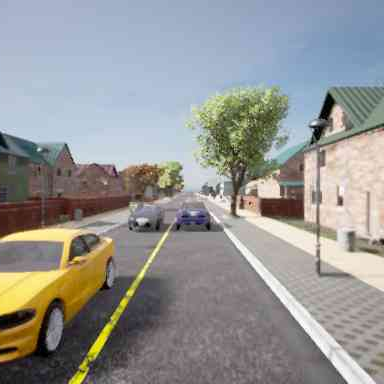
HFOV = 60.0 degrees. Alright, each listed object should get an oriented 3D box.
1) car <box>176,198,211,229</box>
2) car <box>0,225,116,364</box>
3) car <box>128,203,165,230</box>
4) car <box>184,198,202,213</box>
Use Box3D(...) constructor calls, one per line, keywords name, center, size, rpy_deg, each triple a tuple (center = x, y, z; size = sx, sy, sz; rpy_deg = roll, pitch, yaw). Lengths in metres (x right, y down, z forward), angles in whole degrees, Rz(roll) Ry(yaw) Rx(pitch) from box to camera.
Box3D(name="car", center=(0.083, 1.337, 21.586), size=(2.097, 1.767, 4.553), rpy_deg=(0, 0, 0))
Box3D(name="car", center=(-2.814, 1.474, 6.236), size=(1.882, 1.535, 5.008), rpy_deg=(0, 0, 0))
Box3D(name="car", center=(-2.744, 1.479, 20.833), size=(2.128, 1.511, 4.902), rpy_deg=(0, 0, 0))
Box3D(name="car", center=(0.088, 1.449, 37.348), size=(1.882, 1.535, 5.008), rpy_deg=(0, 0, 0))
